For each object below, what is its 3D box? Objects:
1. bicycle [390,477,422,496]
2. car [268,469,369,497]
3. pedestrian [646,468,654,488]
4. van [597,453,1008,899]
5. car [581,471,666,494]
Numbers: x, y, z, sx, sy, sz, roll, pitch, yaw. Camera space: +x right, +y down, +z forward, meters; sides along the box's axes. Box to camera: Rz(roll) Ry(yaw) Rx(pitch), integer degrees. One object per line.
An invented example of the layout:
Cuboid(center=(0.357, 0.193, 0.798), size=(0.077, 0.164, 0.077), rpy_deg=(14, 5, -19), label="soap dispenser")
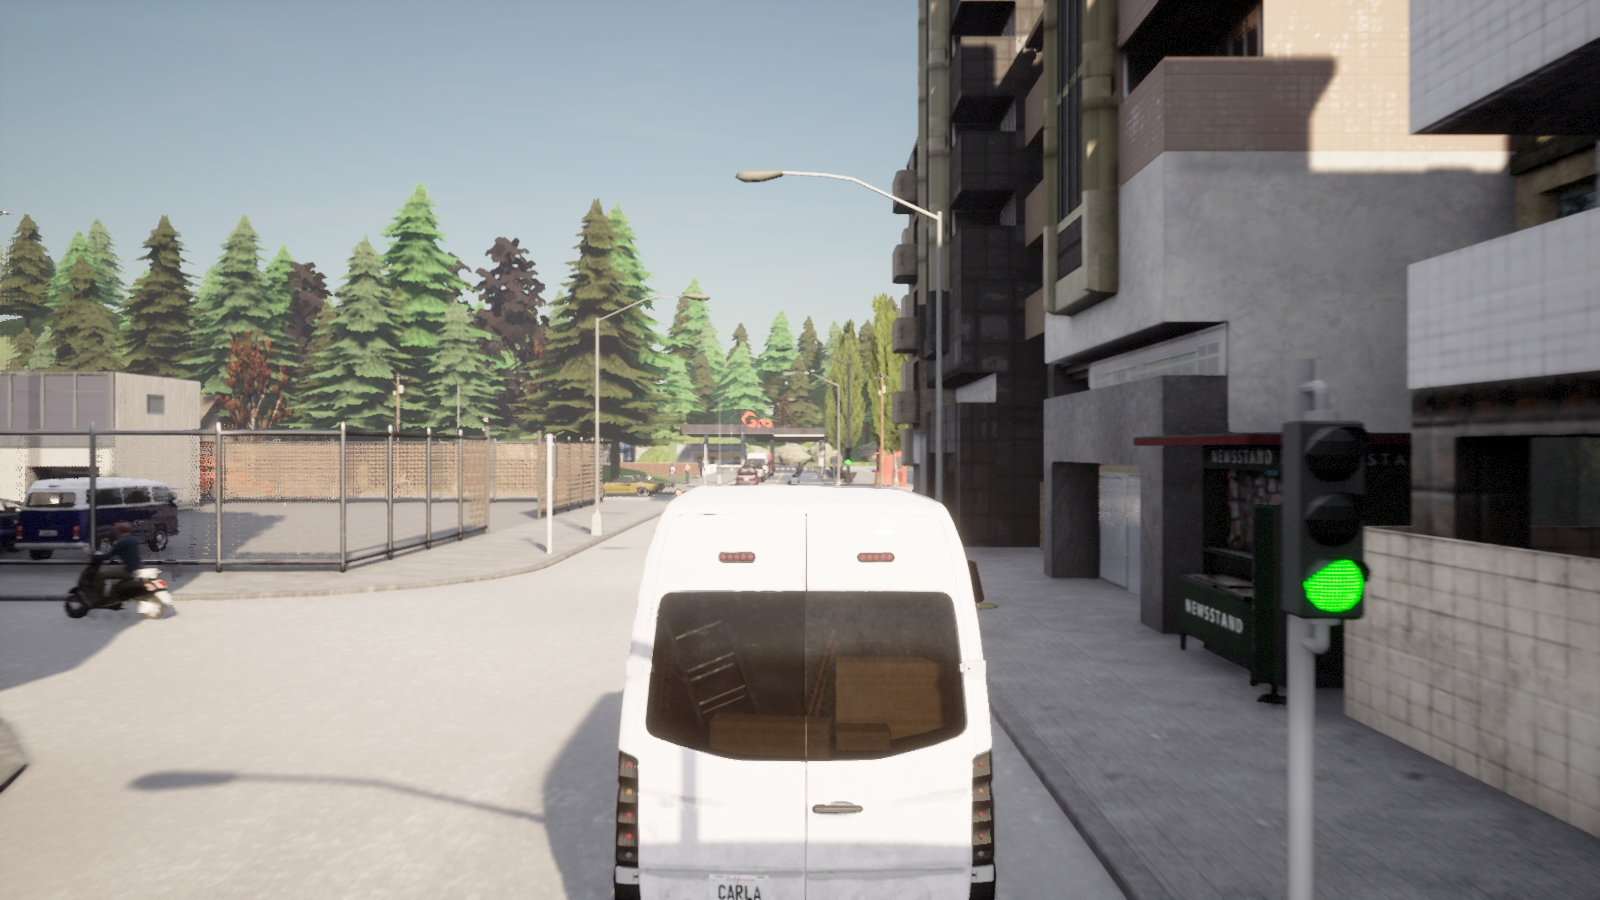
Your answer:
Cuboid(center=(-22.203, 2.044, 64.440), size=(1.487, 1.080, 0.859), rpy_deg=(0, 0, 0), label="bicycle")
Cuboid(center=(-27.088, 1.851, 64.437), size=(4.792, 1.488, 2.163), rpy_deg=(0, 0, 0), label="car")
Cuboid(center=(-9.809, 1.815, 74.719), size=(0.375, 1.300, 0.375), rpy_deg=(0, 0, 21), label="pedestrian")
Cuboid(center=(-0.056, 1.315, 8.505), size=(1.988, 2.561, 5.915), rpy_deg=(0, 0, -1), label="van")
Cuboid(center=(-10.531, 1.944, 68.438), size=(4.718, 1.301, 1.895), rpy_deg=(0, 0, 5), label="car")
